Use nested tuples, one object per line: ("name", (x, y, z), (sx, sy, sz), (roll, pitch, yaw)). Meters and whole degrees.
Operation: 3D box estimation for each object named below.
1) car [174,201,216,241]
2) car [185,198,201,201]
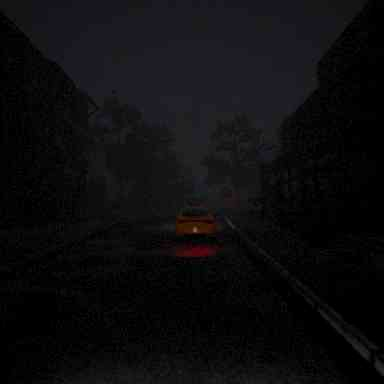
("car", (0.149, 1.438, 16.704), (1.882, 1.535, 5.008), (0, 1, 0))
("car", (0.194, 1.254, 30.388), (1.994, 1.385, 4.181), (0, -1, 2))
